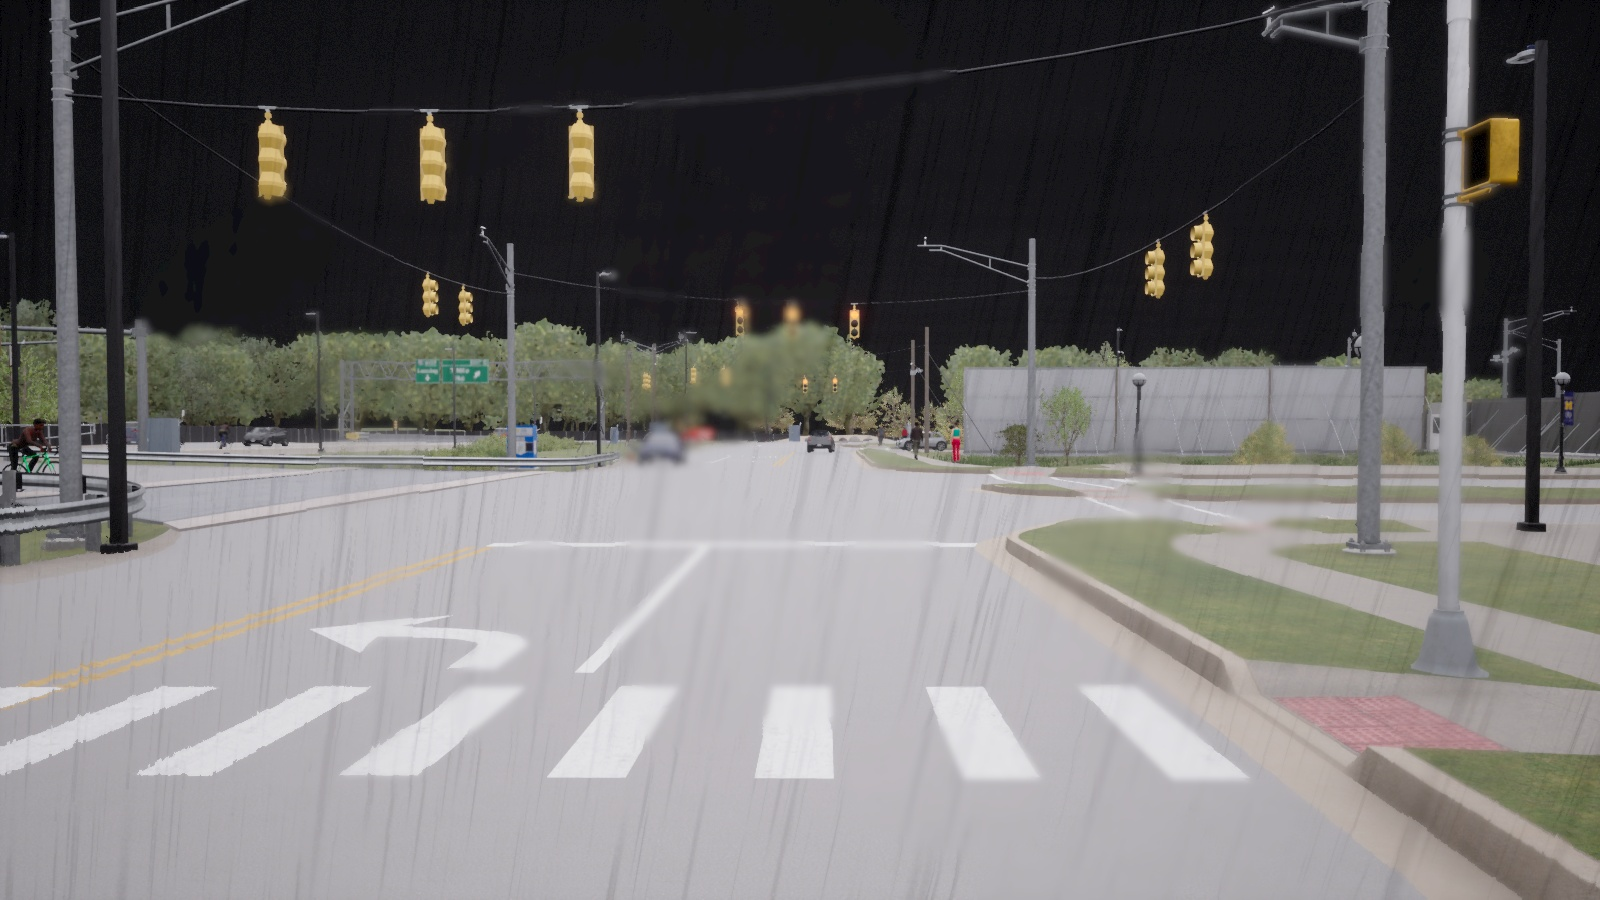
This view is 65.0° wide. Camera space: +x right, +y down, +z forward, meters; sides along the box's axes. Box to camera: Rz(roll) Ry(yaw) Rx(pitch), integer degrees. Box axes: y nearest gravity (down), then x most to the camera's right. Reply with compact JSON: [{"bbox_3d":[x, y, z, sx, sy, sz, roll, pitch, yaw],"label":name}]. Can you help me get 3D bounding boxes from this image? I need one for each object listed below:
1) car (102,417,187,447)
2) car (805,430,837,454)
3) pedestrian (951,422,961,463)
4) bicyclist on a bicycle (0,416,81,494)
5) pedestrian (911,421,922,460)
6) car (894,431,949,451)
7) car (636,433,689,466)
[{"bbox_3d":[-37.153,-1.025,71.339,2.152,1.651,5.027,0,1,1],"label":"car"},{"bbox_3d":[1.422,-0.556,83.866,1.845,1.501,3.633,0,1,5],"label":"car"},{"bbox_3d":[6.947,-0.340,55.888,0.345,1.836,0.594,0,2,0],"label":"pedestrian"},{"bbox_3d":[-16.784,0.111,27.556,1.656,1.620,0.582,-2,0,8],"label":"bicyclist on a bicycle"},{"bbox_3d":[5.501,-0.459,59.252,0.431,1.840,0.703,0,2,-1],"label":"pedestrian"},{"bbox_3d":[9.385,-0.709,97.242,3.806,1.475,1.970,1,2,-9],"label":"car"},{"bbox_3d":[-6.297,-0.042,57.913,1.812,1.442,4.674,0,1,1],"label":"car"}]
